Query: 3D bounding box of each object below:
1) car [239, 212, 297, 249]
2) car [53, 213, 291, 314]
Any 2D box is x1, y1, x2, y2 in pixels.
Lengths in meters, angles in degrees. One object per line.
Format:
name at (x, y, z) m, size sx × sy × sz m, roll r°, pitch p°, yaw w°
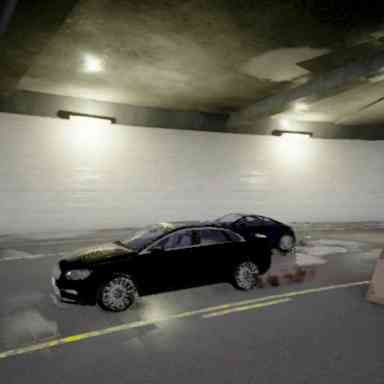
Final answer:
car at (1.754, 1.474, 12.302) m, size 4.181 × 1.385 × 1.994 m, roll 0°, pitch 0°, yaw -23°
car at (-0.442, 1.427, 7.432) m, size 4.902 × 1.511 × 2.128 m, roll 0°, pitch 0°, yaw -28°
